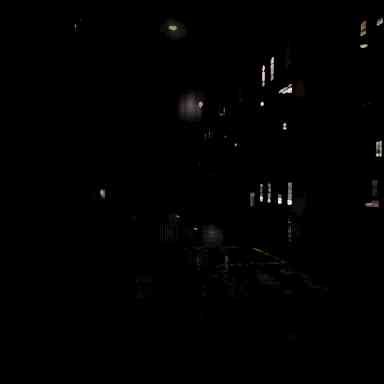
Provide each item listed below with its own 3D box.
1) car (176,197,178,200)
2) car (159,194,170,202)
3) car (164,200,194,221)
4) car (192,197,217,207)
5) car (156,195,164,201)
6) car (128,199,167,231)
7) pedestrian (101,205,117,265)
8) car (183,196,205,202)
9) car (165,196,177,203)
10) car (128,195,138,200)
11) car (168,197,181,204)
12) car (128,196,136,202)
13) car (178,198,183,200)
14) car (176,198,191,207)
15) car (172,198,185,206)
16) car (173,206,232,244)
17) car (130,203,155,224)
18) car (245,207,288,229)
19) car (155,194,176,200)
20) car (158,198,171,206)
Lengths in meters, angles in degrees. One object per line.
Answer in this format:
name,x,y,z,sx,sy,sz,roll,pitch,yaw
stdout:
car,-3.160,1.622,50.614,1.812,1.442,4.674,0,0,-11
car,-6.725,1.465,81.996,2.192,1.841,5.009,-1,0,-11
car,-1.391,1.613,25.813,1.994,1.385,4.181,0,0,-11
car,1.688,1.644,38.408,1.947,1.339,4.313,-1,0,-11
car,-8.857,1.692,93.060,1.752,1.417,4.829,-1,0,-11
car,-2.893,1.476,20.548,1.967,1.590,4.097,-1,0,-11
pedestrian,-2.530,1.309,10.162,0.375,1.860,0.375,-1,1,-11
car,0.634,1.403,43.857,2.192,1.841,5.009,-1,0,-11
car,-4.620,1.683,71.099,2.008,1.369,4.403,-1,0,-11
car,-10.252,1.542,58.689,1.967,1.590,4.097,-1,0,-11
car,-3.568,1.690,65.651,1.947,1.339,4.313,-1,0,-11
car,-15.475,1.670,85.765,1.752,1.417,4.829,-1,0,-11
car,-0.415,1.648,49.305,2.008,1.369,4.403,-1,0,-11
car,-1.466,1.689,54.754,1.802,1.307,4.206,-1,0,-11
car,-2.517,1.697,60.203,1.802,1.307,4.206,-1,0,-11
car,0.494,1.595,16.052,1.994,1.385,4.181,0,0,-11
car,-3.943,1.628,25.997,1.802,1.307,4.206,-1,0,-11
car,4.846,1.631,22.064,1.802,1.307,4.206,-1,0,-11
car,-3.290,1.418,35.730,2.097,1.767,4.553,0,0,-11
car,-5.030,1.713,60.245,1.895,1.301,4.718,0,0,-11
